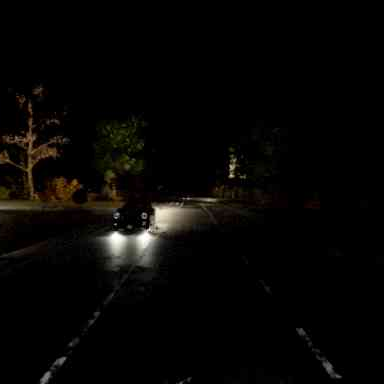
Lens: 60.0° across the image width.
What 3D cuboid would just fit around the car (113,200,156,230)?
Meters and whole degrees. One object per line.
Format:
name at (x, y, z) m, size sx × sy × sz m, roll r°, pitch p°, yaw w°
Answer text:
car at (-3.497, 1.353, 20.829) m, size 2.097 × 1.767 × 4.553 m, roll 0°, pitch 0°, yaw 0°

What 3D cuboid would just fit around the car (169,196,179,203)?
car at (-3.645, 1.508, 69.157) m, size 2.033 × 1.411 × 5.357 m, roll 0°, pitch 0°, yaw 0°
